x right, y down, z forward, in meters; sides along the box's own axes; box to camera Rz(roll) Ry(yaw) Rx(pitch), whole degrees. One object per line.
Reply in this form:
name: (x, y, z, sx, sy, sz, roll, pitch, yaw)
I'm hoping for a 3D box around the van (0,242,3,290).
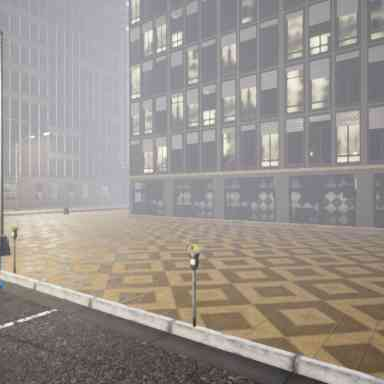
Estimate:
van: (-5.649, 1.337, 7.020, 3.998, 1.788, 1.690, 0, 0, 36)
